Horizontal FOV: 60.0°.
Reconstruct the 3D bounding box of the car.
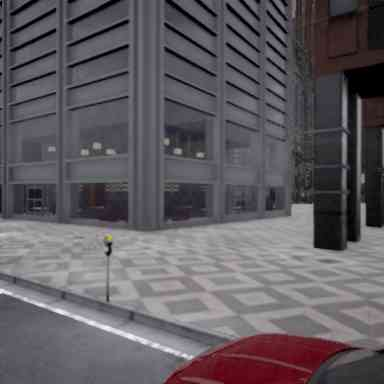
[{"bbox_3d":[1.767,1.545,1.699,4.507,1.381,1.887,0,0,35],"label":"car"}]
